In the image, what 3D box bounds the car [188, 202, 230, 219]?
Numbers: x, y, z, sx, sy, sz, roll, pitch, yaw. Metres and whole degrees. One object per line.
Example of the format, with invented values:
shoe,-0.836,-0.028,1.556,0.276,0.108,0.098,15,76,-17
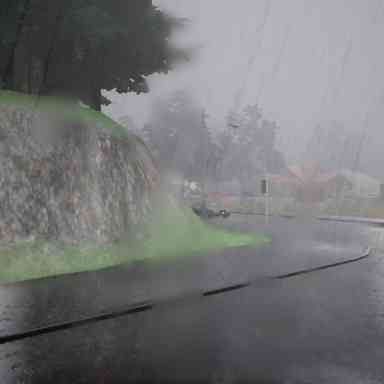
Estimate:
car,1.422,1.564,29.400,1.994,1.385,4.181,0,0,-35
